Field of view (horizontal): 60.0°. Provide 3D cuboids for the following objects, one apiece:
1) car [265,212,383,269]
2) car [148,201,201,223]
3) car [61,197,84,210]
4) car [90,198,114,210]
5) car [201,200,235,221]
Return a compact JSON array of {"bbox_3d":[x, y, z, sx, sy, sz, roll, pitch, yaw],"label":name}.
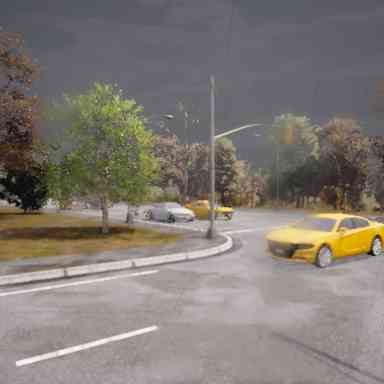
[{"bbox_3d":[4.665,1.487,11.386,5.008,1.535,1.882,0,0,-35],"label":"car"},{"bbox_3d":[-1.676,1.529,25.536,1.812,1.442,4.674,0,0,-37],"label":"car"},{"bbox_3d":[-15.513,1.410,43.181,2.097,1.767,4.553,0,0,-38],"label":"car"},{"bbox_3d":[-12.119,1.533,44.528,2.128,1.511,4.902,0,0,-38],"label":"car"},{"bbox_3d":[1.333,1.469,27.360,1.882,1.535,5.008,0,0,-37],"label":"car"}]
